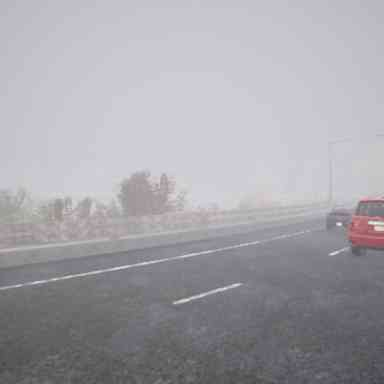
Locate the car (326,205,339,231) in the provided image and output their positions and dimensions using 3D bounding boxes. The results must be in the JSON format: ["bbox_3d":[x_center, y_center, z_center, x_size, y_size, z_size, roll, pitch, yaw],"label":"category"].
[{"bbox_3d":[9.388,1.462,19.544,1.837,1.490,4.892,0,0,40],"label":"car"}]

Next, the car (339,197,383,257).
[{"bbox_3d":[7.471,1.192,11.993,2.150,2.045,5.566,0,0,43],"label":"car"}]
